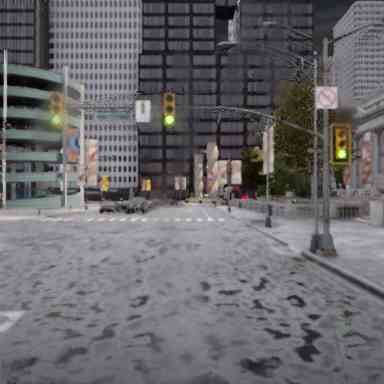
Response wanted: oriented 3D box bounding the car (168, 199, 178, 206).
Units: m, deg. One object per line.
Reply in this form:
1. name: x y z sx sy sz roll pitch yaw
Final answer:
1. car: -4.836 2.294 75.869 1.837 1.490 4.892 0 -1 -29

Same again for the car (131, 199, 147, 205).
1. car: -13.144 2.362 82.231 1.994 1.385 4.181 1 -1 -43

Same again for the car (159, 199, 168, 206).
1. car: -7.570 2.365 73.551 1.895 1.301 4.718 0 -1 -25

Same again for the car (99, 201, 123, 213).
1. car: -10.615 2.004 43.554 2.033 1.411 5.357 0 -1 0

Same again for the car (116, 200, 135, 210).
1. car: -10.606 2.109 53.628 2.033 1.411 5.357 0 -1 0

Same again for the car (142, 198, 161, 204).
1. car: -10.418 2.363 84.426 2.033 1.411 5.357 1 -1 -43

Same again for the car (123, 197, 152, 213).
1. car: -7.122 1.683 44.064 2.150 2.045 5.566 0 -1 0

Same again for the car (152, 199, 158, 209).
1. car: -7.118 2.088 53.695 1.812 1.442 4.674 0 -1 0

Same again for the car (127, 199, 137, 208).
1. car: -11.480 2.171 63.646 1.837 1.490 4.892 0 -1 -10
